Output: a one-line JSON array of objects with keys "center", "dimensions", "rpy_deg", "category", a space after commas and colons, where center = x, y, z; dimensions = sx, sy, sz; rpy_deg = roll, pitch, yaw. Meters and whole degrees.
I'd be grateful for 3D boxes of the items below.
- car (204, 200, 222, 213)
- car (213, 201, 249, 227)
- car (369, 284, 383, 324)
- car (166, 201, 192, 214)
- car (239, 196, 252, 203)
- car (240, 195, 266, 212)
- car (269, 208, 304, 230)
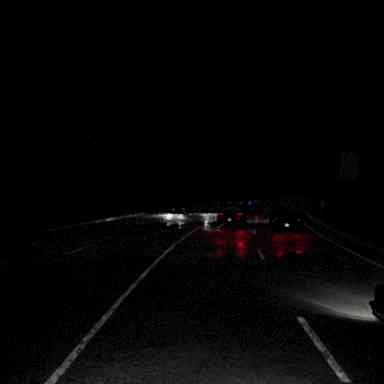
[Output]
[{"center": [2.778, 1.609, 37.913], "dimensions": [1.812, 1.442, 4.674], "rpy_deg": [0, 0, 17], "category": "car"}, {"center": [2.844, 1.583, 23.354], "dimensions": [1.812, 1.442, 4.674], "rpy_deg": [0, 0, 11], "category": "car"}, {"center": [3.726, 1.564, 2.953], "dimensions": [2.033, 1.411, 5.357], "rpy_deg": [0, 0, 2], "category": "car"}, {"center": [-1.366, 1.626, 36.216], "dimensions": [1.994, 1.385, 4.181], "rpy_deg": [0, 0, 16], "category": "car"}, {"center": [12.072, 1.711, 74.622], "dimensions": [2.033, 1.411, 5.357], "rpy_deg": [0, 0, 20], "category": "car"}, {"center": [7.359, 1.331, 40.213], "dimensions": [2.150, 2.045, 5.566], "rpy_deg": [0, 0, 18], "category": "car"}, {"center": [6.049, 1.668, 21.796], "dimensions": [1.895, 1.301, 4.718], "rpy_deg": [0, 0, 11], "category": "car"}]
